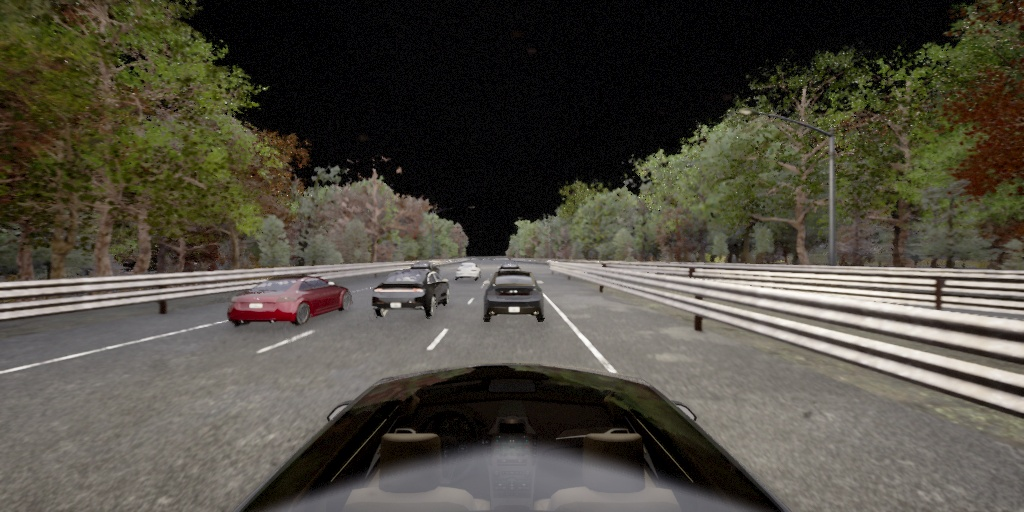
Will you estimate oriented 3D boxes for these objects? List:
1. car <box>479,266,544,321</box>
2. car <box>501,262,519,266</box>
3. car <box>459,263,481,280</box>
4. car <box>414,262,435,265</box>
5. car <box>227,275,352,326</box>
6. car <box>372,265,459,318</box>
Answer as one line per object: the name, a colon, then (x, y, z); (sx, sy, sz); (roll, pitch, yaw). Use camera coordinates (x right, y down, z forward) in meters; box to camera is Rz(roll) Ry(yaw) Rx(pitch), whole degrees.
car: (0.044, 1.256, 12.469); (1.837, 1.490, 4.892); (0, 0, 0)
car: (-0.186, 1.252, 29.551); (2.128, 1.511, 4.902); (0, 0, -1)
car: (-3.709, 1.289, 30.748); (1.812, 1.442, 4.674); (0, 0, -1)
car: (-7.189, 1.255, 29.682); (2.128, 1.511, 4.902); (0, 0, -1)
car: (-6.952, 1.317, 11.721); (1.994, 1.385, 4.181); (0, 0, 0)
car: (-3.461, 1.243, 13.048); (2.128, 1.511, 4.902); (0, 0, 0)
